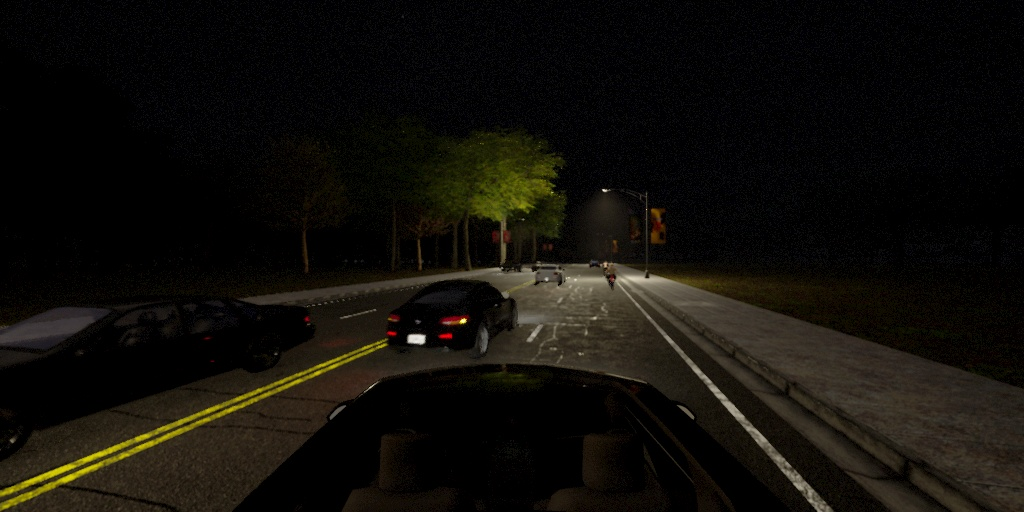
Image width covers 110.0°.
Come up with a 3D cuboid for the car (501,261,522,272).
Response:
[{"bbox_3d":[-0.023,1.341,43.776,1.837,1.490,4.892,0,0,13],"label":"car"}]

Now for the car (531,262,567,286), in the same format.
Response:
[{"bbox_3d":[2.823,1.321,26.041,1.812,1.442,4.674,0,0,13],"label":"car"}]

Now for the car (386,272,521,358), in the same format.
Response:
[{"bbox_3d":[-1.153,1.289,8.503,1.812,1.442,4.674,0,0,13],"label":"car"}]

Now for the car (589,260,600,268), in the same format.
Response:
[{"bbox_3d":[14.691,1.481,63.667,1.895,1.301,4.718,0,0,13],"label":"car"}]

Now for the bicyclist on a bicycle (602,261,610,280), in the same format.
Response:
[{"bbox_3d":[8.095,1.252,31.004,0.582,1.620,1.656,0,0,13],"label":"bicyclist on a bicycle"}]

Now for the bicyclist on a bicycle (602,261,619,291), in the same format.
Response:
[{"bbox_3d":[5.917,1.219,21.302,0.866,1.612,1.509,0,0,12],"label":"bicyclist on a bicycle"}]

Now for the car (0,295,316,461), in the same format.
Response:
[{"bbox_3d":[-5.450,1.309,5.168,2.033,1.411,5.357,0,0,13],"label":"car"}]

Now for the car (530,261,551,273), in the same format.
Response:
[{"bbox_3d":[3.676,1.401,45.386,1.994,1.385,4.181,0,0,13],"label":"car"}]
